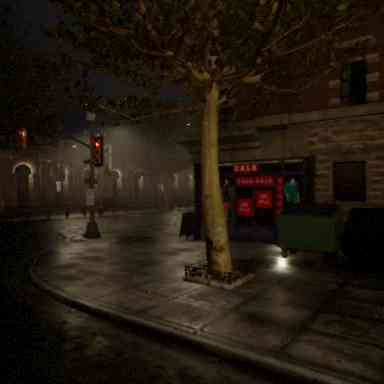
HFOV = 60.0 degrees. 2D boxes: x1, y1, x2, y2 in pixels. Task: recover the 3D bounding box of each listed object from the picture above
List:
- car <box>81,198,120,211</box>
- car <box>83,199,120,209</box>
[{"bbox_3d":[-11.268,1.477,41.054,1.882,1.535,5.008,0,0,36],"label":"car"},{"bbox_3d":[-12.179,1.595,45.158,1.895,1.301,4.718,0,0,36],"label":"car"}]
